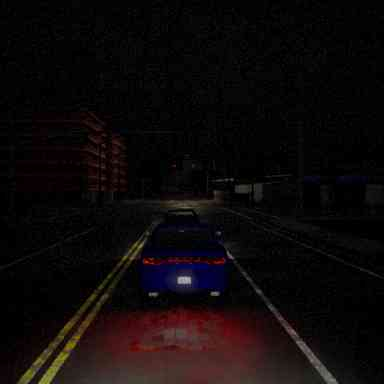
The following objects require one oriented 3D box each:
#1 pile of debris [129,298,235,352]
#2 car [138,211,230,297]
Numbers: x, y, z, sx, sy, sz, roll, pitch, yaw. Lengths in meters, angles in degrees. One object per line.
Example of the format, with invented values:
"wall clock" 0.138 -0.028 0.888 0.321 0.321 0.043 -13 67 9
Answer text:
"pile of debris" -0.175 2.175 5.638 1.500 0.140 1.860 0 0 -2
"car" -0.216 1.478 8.609 1.882 1.535 5.008 0 0 -2
